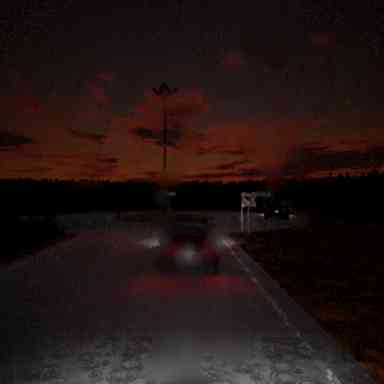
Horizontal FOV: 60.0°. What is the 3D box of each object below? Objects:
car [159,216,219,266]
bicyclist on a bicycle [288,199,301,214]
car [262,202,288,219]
[{"bbox_3d":[-0.111,1.556,11.511,1.812,1.442,4.674,0,0,-1],"label":"car"},{"bbox_3d":[10.660,1.522,34.546,1.656,1.620,0.582,-1,0,-18],"label":"bicyclist on a bicycle"},{"bbox_3d":[7.556,1.631,30.191,1.994,1.385,4.181,0,0,11],"label":"car"}]
